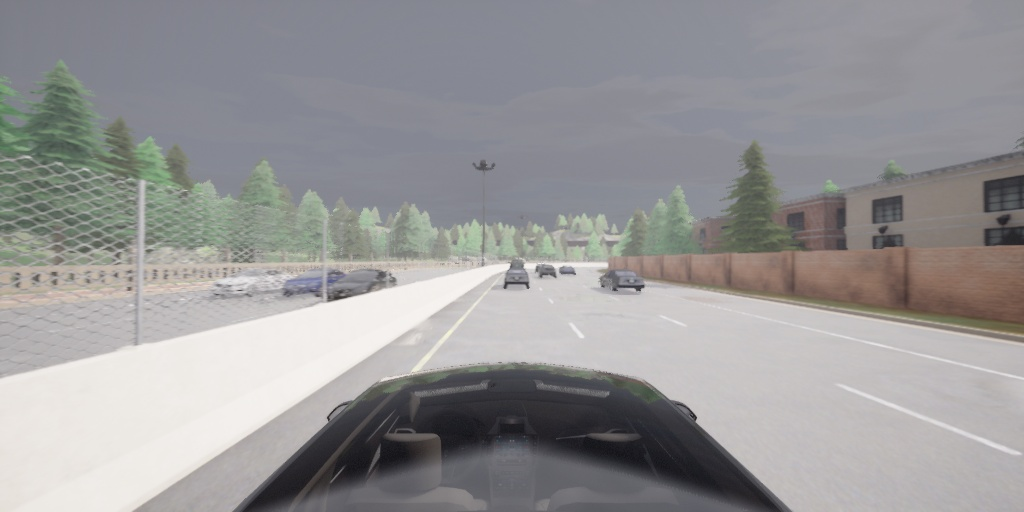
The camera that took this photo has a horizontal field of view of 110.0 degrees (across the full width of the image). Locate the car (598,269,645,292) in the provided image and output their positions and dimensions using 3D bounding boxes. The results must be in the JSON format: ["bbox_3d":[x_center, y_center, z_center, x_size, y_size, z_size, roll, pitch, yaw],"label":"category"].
[{"bbox_3d":[7.321,1.602,24.340,2.033,1.411,5.357,0,-1,1],"label":"car"}]

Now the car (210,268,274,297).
[{"bbox_3d":[-13.924,1.373,19.592,1.812,1.442,4.674,0,-1,1],"label":"car"}]

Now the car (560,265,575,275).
[{"bbox_3d":[7.702,1.913,50.513,1.994,1.385,4.181,0,-1,3],"label":"car"}]

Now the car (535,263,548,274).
[{"bbox_3d":[4.393,1.841,54.019,1.882,1.535,5.008,0,0,4],"label":"car"}]

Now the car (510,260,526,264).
[{"bbox_3d":[0.868,1.562,54.204,2.150,2.045,5.566,0,-1,4],"label":"car"}]

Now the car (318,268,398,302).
[{"bbox_3d":[-6.950,1.377,17.215,1.837,1.490,4.892,0,-1,1],"label":"car"}]

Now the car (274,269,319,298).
[{"bbox_3d":[-10.424,1.399,19.606,1.812,1.442,4.674,0,-1,1],"label":"car"}]

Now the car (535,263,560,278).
[{"bbox_3d":[3.993,1.722,41.100,1.837,1.490,4.892,0,-1,1],"label":"car"}]

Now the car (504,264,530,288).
[{"bbox_3d":[0.348,1.580,26.888,2.033,1.411,5.357,0,-1,1],"label":"car"}]
